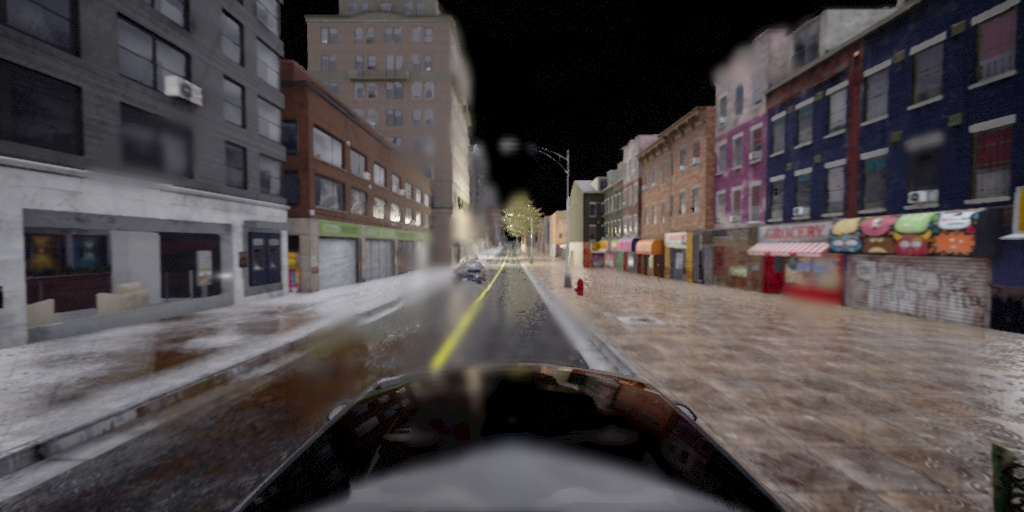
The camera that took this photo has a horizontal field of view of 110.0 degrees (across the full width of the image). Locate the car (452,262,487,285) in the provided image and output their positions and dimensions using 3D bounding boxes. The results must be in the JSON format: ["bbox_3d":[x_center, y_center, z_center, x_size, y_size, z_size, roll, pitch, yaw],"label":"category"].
[{"bbox_3d":[-2.781,1.109,24.628,2.033,1.411,5.357,0,1,1],"label":"car"}]
